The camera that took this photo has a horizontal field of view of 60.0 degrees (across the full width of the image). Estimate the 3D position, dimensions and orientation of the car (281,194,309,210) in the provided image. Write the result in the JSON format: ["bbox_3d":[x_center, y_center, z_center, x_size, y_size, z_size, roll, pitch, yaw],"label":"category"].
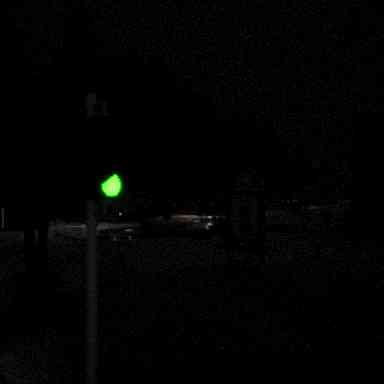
[{"bbox_3d":[13.508,1.261,43.482,2.150,2.045,5.566,0,0,36],"label":"car"}]

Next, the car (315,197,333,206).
[{"bbox_3d":[22.053,1.585,55.451,2.033,1.411,5.357,0,0,35],"label":"car"}]

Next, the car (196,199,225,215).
[{"bbox_3d":[2.303,1.524,35.008,1.882,1.535,5.008,0,0,35],"label":"car"}]

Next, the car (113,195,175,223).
[{"bbox_3d":[-3.677,1.268,26.648,2.150,2.045,5.566,0,0,35],"label":"car"}]

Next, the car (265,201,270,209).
[{"bbox_3d":[8.472,1.595,43.617,2.033,1.411,5.357,0,0,35],"label":"car"}]
